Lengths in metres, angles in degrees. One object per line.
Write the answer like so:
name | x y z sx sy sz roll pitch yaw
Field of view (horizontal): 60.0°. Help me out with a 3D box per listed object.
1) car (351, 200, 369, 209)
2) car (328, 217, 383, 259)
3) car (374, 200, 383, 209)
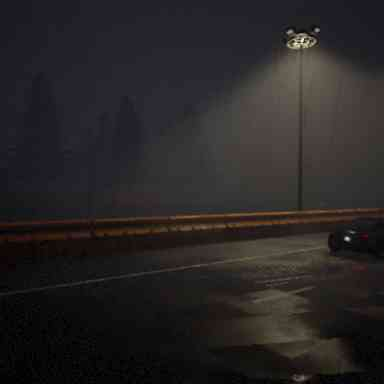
car | 29.818 2.109 58.912 1.882 1.535 5.008 0 0 44
car | 7.359 1.712 13.375 4.181 1.385 1.994 1 0 -35
car | 32.570 2.167 56.753 1.812 1.442 4.674 0 0 44
